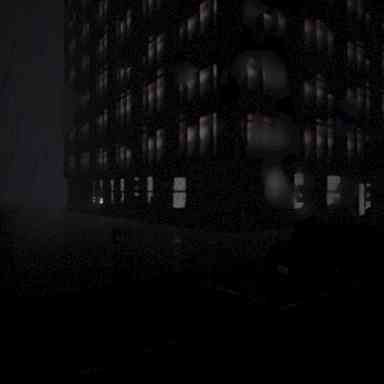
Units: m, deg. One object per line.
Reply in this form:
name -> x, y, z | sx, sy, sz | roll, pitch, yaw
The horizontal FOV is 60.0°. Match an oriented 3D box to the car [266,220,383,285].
car -> 3.994, 1.509, 9.400 | 4.313, 1.339, 1.947 | 0, 1, -35
